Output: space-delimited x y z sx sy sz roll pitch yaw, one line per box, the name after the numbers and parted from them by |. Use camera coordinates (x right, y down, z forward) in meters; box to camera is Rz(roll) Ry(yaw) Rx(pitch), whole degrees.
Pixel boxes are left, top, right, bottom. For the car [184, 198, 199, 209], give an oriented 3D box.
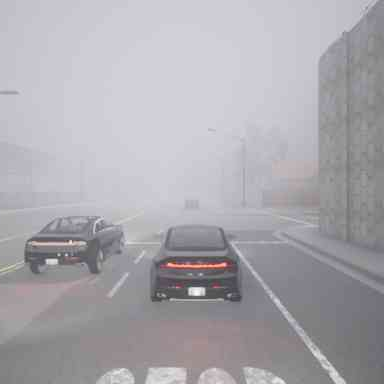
-0.016 1.482 44.223 2.128 1.511 4.902 0 0 0 | car

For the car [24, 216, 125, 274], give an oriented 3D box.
-3.428 1.489 10.546 2.128 1.511 4.902 0 0 0 | car

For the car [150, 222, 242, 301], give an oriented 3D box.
0.079 1.503 8.277 1.837 1.490 4.892 0 0 0 | car
